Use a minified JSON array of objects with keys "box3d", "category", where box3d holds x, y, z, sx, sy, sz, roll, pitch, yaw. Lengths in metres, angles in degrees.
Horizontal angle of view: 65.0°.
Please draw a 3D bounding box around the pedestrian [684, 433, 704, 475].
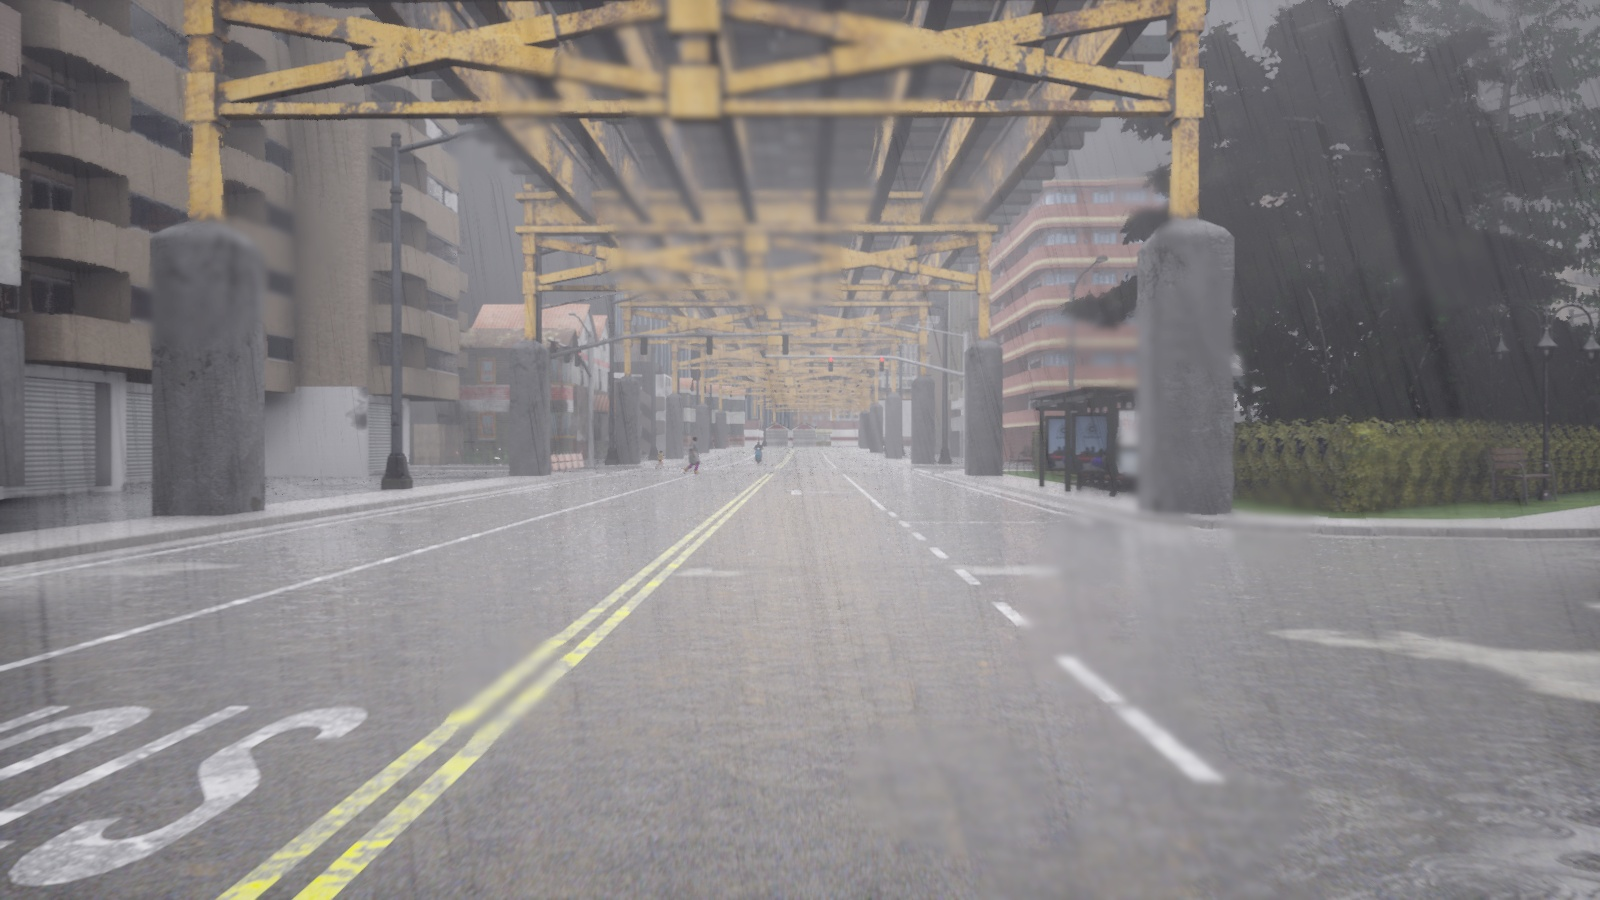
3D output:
[{"box3d":[-5.015,0.195,59.505,0.873,1.952,0.659,0,0,0],"category":"pedestrian"}]
